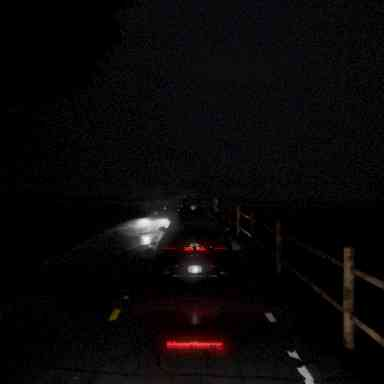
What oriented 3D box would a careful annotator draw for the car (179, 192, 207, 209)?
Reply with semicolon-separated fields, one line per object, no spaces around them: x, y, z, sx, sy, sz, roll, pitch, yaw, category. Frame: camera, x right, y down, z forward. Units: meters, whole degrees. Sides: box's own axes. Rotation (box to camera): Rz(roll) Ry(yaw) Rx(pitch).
0.075;1.121;25.483;2.097;1.767;4.553;0;1;0;car

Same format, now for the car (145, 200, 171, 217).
-2.835;1.341;28.315;1.895;1.301;4.718;0;1;0;car

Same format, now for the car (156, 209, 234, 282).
0.075;1.419;9.506;1.837;1.490;4.892;0;-1;0;car
